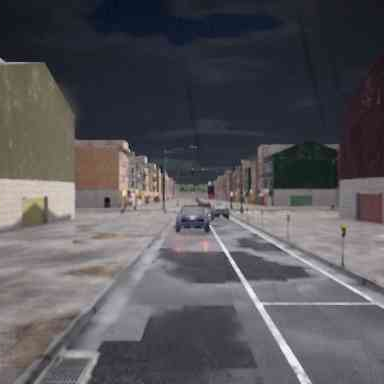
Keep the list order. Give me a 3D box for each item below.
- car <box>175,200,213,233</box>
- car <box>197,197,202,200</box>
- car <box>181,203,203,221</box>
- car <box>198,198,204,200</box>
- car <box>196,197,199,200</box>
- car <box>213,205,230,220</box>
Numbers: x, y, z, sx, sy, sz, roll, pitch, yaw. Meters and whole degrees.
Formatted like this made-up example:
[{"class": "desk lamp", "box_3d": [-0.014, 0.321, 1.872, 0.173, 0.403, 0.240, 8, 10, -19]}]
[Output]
[{"class": "car", "box_3d": [0.041, 1.599, 21.811, 2.097, 1.767, 4.553, 0, -1, 0]}, {"class": "car", "box_3d": [2.601, 2.467, 75.488, 1.802, 1.307, 4.206, -1, -1, 0]}, {"class": "car", "box_3d": [0.008, 1.838, 31.684, 1.882, 1.535, 5.008, 0, -1, 1]}, {"class": "car", "box_3d": [2.604, 2.296, 64.424, 1.887, 1.381, 4.507, -1, -1, 0]}, {"class": "car", "box_3d": [2.597, 2.563, 86.553, 1.887, 1.381, 4.507, -1, -1, 0]}, {"class": "car", "box_3d": [2.613, 1.915, 31.981, 2.008, 1.369, 4.403, -1, -1, 0]}]
